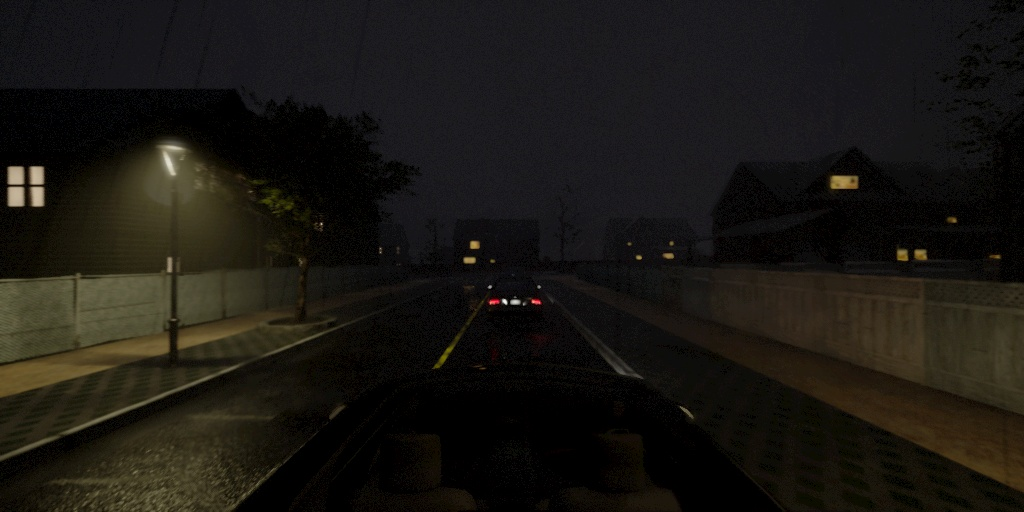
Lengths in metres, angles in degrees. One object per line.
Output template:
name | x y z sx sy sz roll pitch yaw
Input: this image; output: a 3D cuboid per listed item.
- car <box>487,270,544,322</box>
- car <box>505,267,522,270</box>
car | 0.098 1.411 12.877 2.033 1.411 5.357 0 -1 0
car | 0.098 1.594 29.003 2.033 1.411 5.357 0 -1 0
